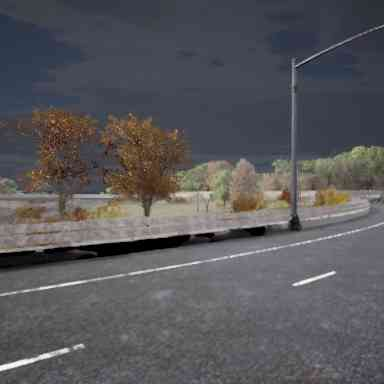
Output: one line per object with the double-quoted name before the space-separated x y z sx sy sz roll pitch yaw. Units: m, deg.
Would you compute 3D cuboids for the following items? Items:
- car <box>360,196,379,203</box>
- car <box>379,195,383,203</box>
"car" 38.444 1.658 73.081 2.128 1.511 4.902 0 0 8
"car" 41.888 1.490 72.449 2.097 1.767 4.553 0 0 8
